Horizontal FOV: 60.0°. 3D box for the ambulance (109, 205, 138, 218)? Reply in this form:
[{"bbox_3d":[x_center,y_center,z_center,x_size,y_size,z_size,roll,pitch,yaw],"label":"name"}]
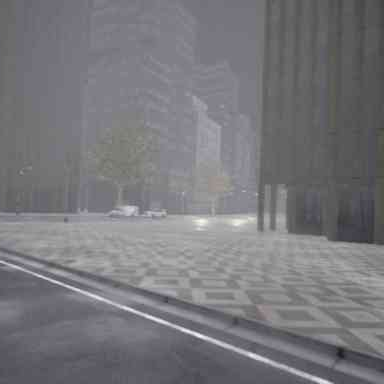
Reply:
[{"bbox_3d":[-13.648,3.935,66.656,2.351,2.431,6.366,1,-3,36],"label":"ambulance"}]

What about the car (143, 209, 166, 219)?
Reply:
[{"bbox_3d":[-7.761,4.517,69.417,2.150,2.045,5.566,1,-3,35],"label":"car"}]
